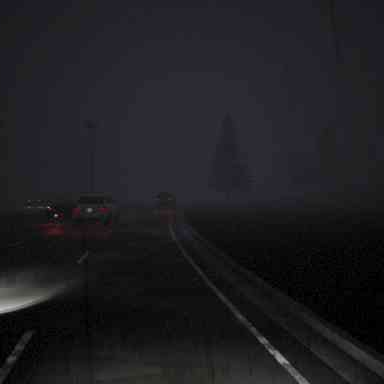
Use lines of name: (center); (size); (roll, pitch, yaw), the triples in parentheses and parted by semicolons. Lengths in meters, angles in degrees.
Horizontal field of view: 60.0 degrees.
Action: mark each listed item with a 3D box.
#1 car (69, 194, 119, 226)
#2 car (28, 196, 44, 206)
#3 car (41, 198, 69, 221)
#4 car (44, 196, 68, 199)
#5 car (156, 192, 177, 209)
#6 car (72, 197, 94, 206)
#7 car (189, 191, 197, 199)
car: (-6.610, 1.187, 23.585); (2.150, 2.045, 5.566); (-1, 0, -4)
car: (-24.761, 1.391, 54.241); (2.097, 1.767, 4.553); (-1, 0, 5)
car: (-10.291, 1.497, 27.302); (1.837, 1.490, 4.892); (-1, 0, -3)
car: (-21.302, 1.503, 53.630); (1.837, 1.490, 4.892); (-1, 1, 5)
car: (-3.307, 1.050, 43.153); (2.150, 2.045, 5.566); (-1, 0, 4)
car: (-17.741, 1.516, 54.303); (1.994, 1.385, 4.181); (-1, 0, 5)
car: (0.281, 0.765, 93.194); (2.150, 2.045, 5.566); (-1, 0, 3)
